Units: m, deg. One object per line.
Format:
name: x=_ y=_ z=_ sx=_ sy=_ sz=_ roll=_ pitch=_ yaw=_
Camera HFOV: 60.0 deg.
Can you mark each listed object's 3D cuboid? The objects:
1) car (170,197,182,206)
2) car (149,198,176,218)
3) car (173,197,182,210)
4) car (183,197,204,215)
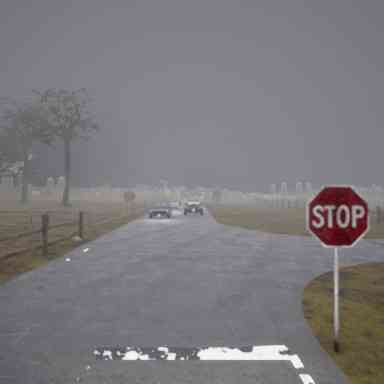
car: x=-2.726 y=1.637 z=57.714 sx=1.837 sy=1.490 sz=4.892 roll=0 pitch=-1 yaw=0
car: x=-2.776 y=1.581 z=30.379 sx=2.033 sy=1.411 sz=5.357 roll=0 pitch=0 yaw=-1
car: x=-2.779 y=1.677 z=44.498 sx=1.895 sy=1.301 sz=4.718 roll=0 pitch=0 yaw=0
car: x=0.153 y=1.570 z=34.406 sx=1.812 sy=1.442 sz=4.674 roll=0 pitch=0 yaw=0
